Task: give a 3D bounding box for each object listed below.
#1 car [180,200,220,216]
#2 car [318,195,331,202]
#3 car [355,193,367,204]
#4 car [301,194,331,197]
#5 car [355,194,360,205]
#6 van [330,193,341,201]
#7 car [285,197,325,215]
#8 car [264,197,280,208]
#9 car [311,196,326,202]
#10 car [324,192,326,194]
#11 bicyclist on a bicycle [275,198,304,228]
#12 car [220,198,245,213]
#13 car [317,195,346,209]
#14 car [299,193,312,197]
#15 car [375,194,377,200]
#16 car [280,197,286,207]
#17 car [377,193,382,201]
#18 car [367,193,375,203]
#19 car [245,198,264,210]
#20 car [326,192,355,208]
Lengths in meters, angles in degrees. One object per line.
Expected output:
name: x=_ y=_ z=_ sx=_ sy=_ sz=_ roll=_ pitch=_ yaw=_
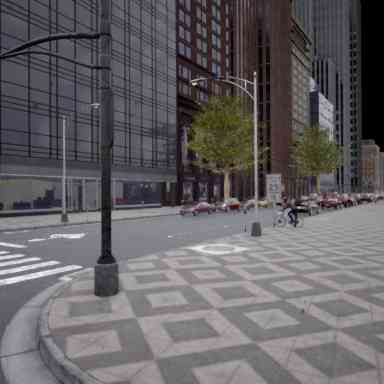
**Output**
car: x=0.542 y=1.524 z=31.665 sx=1.802 sy=1.307 sz=4.206 roll=0 pitch=0 yaw=35
car: x=29.325 y=1.426 z=73.469 sx=1.802 sy=1.307 sz=4.206 roll=0 pitch=0 yaw=35
car: x=26.746 y=1.117 z=54.694 sx=2.192 sy=1.841 sz=5.009 roll=0 pitch=0 yaw=35
car: x=16.585 y=1.339 z=44.467 sx=2.128 sy=1.511 sz=4.902 roll=-1 pitch=0 yaw=35
car: x=23.549 y=1.377 z=50.049 sx=1.947 sy=1.339 sz=4.313 roll=0 pitch=0 yaw=35
van: x=35.719 y=1.184 z=82.761 sx=1.690 sy=1.788 sz=3.998 roll=-1 pitch=0 yaw=35
car: x=10.759 y=1.424 z=31.471 sx=1.947 sy=1.339 sz=4.313 roll=0 pitch=0 yaw=35
car: x=10.039 y=1.426 z=45.459 sx=1.752 sy=1.417 sz=4.829 roll=0 pitch=0 yaw=35
car: x=26.128 y=1.417 z=68.825 sx=1.947 sy=1.339 sz=4.313 roll=0 pitch=0 yaw=35
car: x=22.274 y=1.051 z=52.731 sx=2.150 sy=2.045 sz=5.566 roll=-1 pitch=0 yaw=35
bicyclist on a bicycle: x=5.325 y=1.177 z=18.357 sx=1.656 sy=1.620 sz=0.582 roll=-1 pitch=0 yaw=35
car: x=3.739 y=1.366 z=36.310 sx=1.967 sy=1.590 sz=4.097 roll=0 pitch=0 yaw=35
car: x=17.154 y=1.376 z=40.760 sx=1.887 sy=1.381 sz=4.507 roll=0 pitch=0 yaw=35
car: x=19.730 y=1.415 z=59.535 sx=1.887 sy=1.381 sz=4.507 roll=0 pitch=0 yaw=35
car: x=36.437 y=1.301 z=68.766 sx=1.752 sy=1.417 sz=4.829 roll=-1 pitch=0 yaw=35
car: x=13.334 y=1.455 z=50.245 sx=1.947 sy=1.339 sz=4.313 roll=0 pitch=0 yaw=35
car: x=42.736 y=1.357 z=77.914 sx=1.802 sy=1.307 sz=4.206 roll=-1 pitch=0 yaw=35
car: x=33.142 y=1.098 z=63.983 sx=2.192 sy=1.841 sz=5.009 roll=0 pitch=0 yaw=35
car: x=6.938 y=1.494 z=40.955 sx=1.802 sy=1.307 sz=4.206 roll=0 pitch=0 yaw=35
car: x=20.351 y=1.136 z=45.406 sx=2.192 sy=1.841 sz=5.009 roll=0 pitch=0 yaw=35
